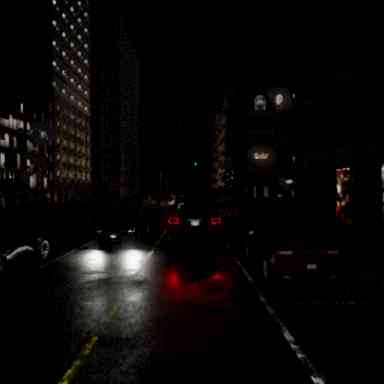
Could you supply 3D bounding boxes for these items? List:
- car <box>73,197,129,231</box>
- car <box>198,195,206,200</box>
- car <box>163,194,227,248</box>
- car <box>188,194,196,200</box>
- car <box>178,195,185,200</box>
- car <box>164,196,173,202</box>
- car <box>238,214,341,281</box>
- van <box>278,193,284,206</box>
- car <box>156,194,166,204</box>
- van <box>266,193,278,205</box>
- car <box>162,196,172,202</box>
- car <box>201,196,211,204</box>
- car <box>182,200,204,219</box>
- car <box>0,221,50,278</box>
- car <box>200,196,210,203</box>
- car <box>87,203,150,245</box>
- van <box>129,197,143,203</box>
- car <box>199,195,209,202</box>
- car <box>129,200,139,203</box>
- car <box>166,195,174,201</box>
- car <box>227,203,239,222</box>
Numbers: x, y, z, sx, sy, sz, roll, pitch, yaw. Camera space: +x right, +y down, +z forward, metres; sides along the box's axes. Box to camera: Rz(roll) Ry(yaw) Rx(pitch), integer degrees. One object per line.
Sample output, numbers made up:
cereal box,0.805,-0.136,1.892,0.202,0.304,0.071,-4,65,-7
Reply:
car,-5.699,1.308,20.736,2.192,1.841,5.009,0,0,0
car,2.669,1.601,91.811,1.947,1.339,4.313,0,0,0
car,0.096,1.218,14.757,2.150,2.045,5.566,0,0,0
car,-0.017,1.378,89.895,1.882,1.535,5.008,0,0,0
car,-3.018,1.585,95.539,1.994,1.385,4.181,0,0,0
car,-5.709,1.588,80.756,1.947,1.339,4.313,0,0,0
car,2.685,1.541,9.692,1.887,1.381,4.507,0,0,0
van,13.722,1.146,43.351,3.998,1.788,1.690,-1,1,0
car,-5.707,1.323,64.173,2.192,1.841,5.009,0,0,0
van,13.699,1.108,51.731,3.998,1.788,1.690,-1,1,0
car,-5.708,1.561,75.227,1.887,1.381,4.507,0,0,0
car,2.674,1.552,64.173,1.887,1.381,4.507,0,0,0
car,0.085,1.518,29.668,1.812,1.442,4.674,0,0,0
car,-5.695,1.562,9.691,1.947,1.339,4.313,0,0,0
car,2.673,1.556,69.700,1.887,1.381,4.507,0,0,0
car,-3.100,1.499,15.496,1.837,1.490,4.892,0,0,0
van,-5.701,1.334,31.782,1.690,1.788,3.998,0,0,0
car,2.671,1.456,75.228,1.967,1.590,4.097,0,0,0
car,-5.699,1.558,26.259,1.947,1.339,4.313,0,0,0
car,-5.711,1.468,86.283,1.967,1.590,4.097,0,0,0
car,2.681,1.537,26.260,1.887,1.381,4.507,0,0,0
